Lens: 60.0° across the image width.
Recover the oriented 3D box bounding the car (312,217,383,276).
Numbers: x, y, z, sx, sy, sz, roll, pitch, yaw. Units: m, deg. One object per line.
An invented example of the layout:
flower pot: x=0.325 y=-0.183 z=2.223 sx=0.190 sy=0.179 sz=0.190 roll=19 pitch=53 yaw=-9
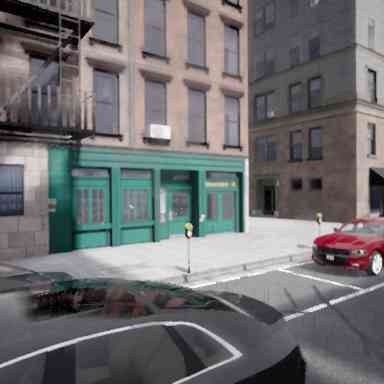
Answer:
car: x=5.462 y=1.460 z=10.055 sx=4.507 sy=1.381 sz=1.887 roll=-1 pitch=0 yaw=-35

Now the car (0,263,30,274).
car: x=-3.527 y=1.558 z=3.678 sx=4.403 sy=1.369 sz=2.008 roll=-1 pitch=0 yaw=-35

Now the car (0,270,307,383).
car: x=-1.281 y=1.504 z=2.157 sx=4.892 sy=1.490 sz=1.837 roll=-1 pitch=0 yaw=-35
